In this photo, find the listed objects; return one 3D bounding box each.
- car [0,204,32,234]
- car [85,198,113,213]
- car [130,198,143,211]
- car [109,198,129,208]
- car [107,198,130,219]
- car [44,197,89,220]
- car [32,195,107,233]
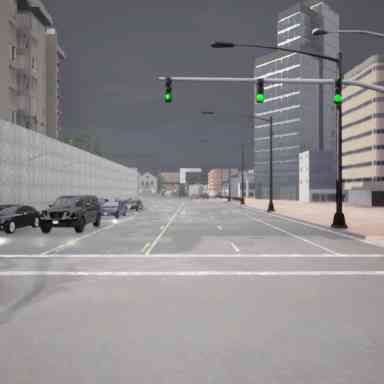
[{"bbox_3d":[-10.612,1.504,19.438,1.837,1.490,4.892,0,0,0],"label":"car"},{"bbox_3d":[-10.618,1.504,38.323,1.837,1.490,4.892,0,0,0],"label":"car"},{"bbox_3d":[-7.116,1.490,40.053,2.128,1.511,4.902,0,0,0],"label":"car"},{"bbox_3d":[-10.586,1.599,48.383,1.895,1.301,4.718,0,0,0],"label":"car"},{"bbox_3d":[-7.117,1.525,29.711,1.812,1.442,4.674,0,0,0],"label":"car"},{"bbox_3d":[-10.618,1.351,28.505,2.097,1.767,4.553,0,0,0],"label":"car"},{"bbox_3d":[-7.109,1.221,20.070,2.150,2.045,5.566,0,0,0],"label":"car"}]
